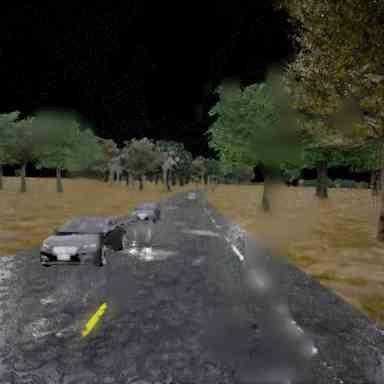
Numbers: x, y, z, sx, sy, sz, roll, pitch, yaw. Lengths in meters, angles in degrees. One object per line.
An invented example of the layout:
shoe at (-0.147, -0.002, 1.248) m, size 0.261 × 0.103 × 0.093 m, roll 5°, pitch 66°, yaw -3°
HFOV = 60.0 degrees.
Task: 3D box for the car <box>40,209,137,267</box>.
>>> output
car at (-3.555, 1.564, 11.723) m, size 2.128 × 1.511 × 4.902 m, roll 0°, pitch 0°, yaw 1°

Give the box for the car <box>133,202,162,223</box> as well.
car at (-3.531, 1.577, 26.459) m, size 2.128 × 1.511 × 4.902 m, roll 0°, pitch 0°, yaw 1°

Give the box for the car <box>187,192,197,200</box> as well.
car at (-0.004, 0.871, 72.455) m, size 2.128 × 1.511 × 4.902 m, roll 0°, pitch 1°, yaw 0°

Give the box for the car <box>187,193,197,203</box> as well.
car at (-0.003, 1.195, 62.042) m, size 2.128 × 1.511 × 4.902 m, roll 0°, pitch 1°, yaw 0°
